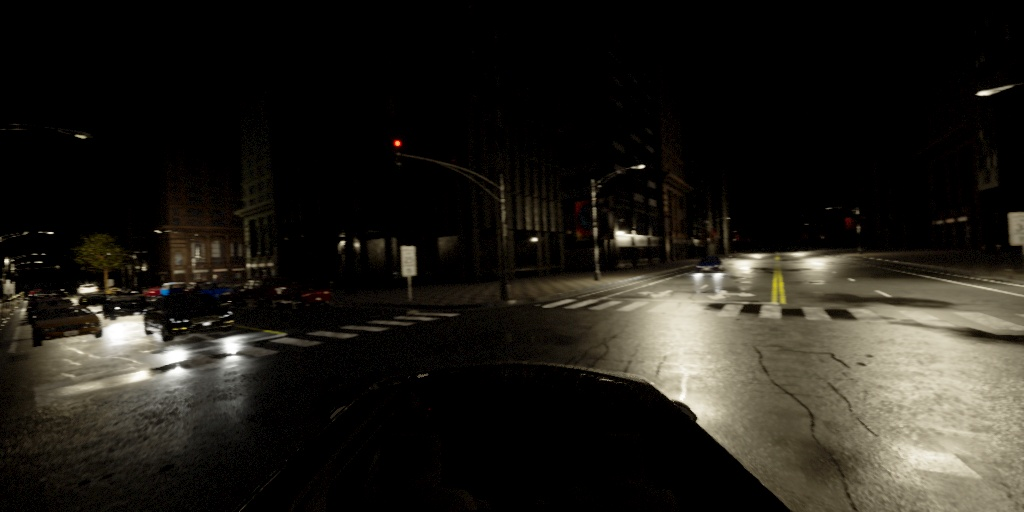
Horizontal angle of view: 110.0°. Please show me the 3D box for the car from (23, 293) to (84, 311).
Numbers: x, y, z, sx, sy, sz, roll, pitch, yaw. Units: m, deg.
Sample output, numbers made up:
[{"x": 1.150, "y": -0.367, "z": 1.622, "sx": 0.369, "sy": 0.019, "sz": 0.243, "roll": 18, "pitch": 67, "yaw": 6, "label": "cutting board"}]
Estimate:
[{"x": -25.207, "y": 3.080, "z": 19.836, "sx": 4.403, "sy": 1.370, "sz": 2.007, "roll": 0, "pitch": 0, "yaw": 37, "label": "car"}]

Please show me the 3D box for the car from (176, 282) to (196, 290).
[{"x": -28.583, "y": 3.227, "z": 32.998, "sx": 5.009, "sy": 1.841, "sz": 2.192, "roll": 0, "pitch": 0, "yaw": 37, "label": "car"}]

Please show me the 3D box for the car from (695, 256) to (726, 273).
[{"x": 18.011, "y": 0.770, "z": 32.567, "sx": 1.812, "sy": 1.442, "sz": 4.674, "roll": -3, "pitch": 0, "yaw": 36, "label": "car"}]

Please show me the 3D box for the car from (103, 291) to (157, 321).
[{"x": -22.570, "y": 2.993, "z": 21.178, "sx": 4.718, "sy": 1.301, "sz": 1.895, "roll": -4, "pitch": -1, "yaw": 36, "label": "car"}]

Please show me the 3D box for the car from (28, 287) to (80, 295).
[{"x": -33.038, "y": 3.388, "z": 25.658, "sx": 5.009, "sy": 1.841, "sz": 2.192, "roll": 0, "pitch": 0, "yaw": 37, "label": "car"}]

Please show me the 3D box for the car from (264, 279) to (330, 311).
[{"x": -12.290, "y": 2.326, "z": 20.857, "sx": 4.507, "sy": 1.381, "sz": 1.888, "roll": 0, "pitch": 0, "yaw": 37, "label": "car"}]

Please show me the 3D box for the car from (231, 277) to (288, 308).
[{"x": -16.364, "y": 2.379, "z": 23.892, "sx": 5.009, "sy": 1.841, "sz": 2.192, "roll": 0, "pitch": 0, "yaw": 37, "label": "car"}]

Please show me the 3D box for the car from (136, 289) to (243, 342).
[{"x": -12.312, "y": 2.184, "z": 13.567, "sx": 4.892, "sy": 1.490, "sz": 1.837, "roll": -4, "pitch": -1, "yaw": 36, "label": "car"}]

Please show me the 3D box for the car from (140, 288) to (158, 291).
[{"x": -44.495, "y": 4.594, "z": 44.795, "sx": 4.207, "sy": 1.307, "sz": 1.802, "roll": 0, "pitch": 0, "yaw": 37, "label": "car"}]

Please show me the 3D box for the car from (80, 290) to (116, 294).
[{"x": -38.701, "y": 4.112, "z": 33.263, "sx": 4.718, "sy": 1.301, "sz": 1.895, "roll": -4, "pitch": -1, "yaw": 37, "label": "car"}]

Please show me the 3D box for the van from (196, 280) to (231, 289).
[{"x": -24.510, "y": 2.971, "z": 29.963, "sx": 3.998, "sy": 1.789, "sz": 1.690, "roll": 0, "pitch": 0, "yaw": 37, "label": "van"}]

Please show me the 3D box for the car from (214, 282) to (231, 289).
[{"x": -20.437, "y": 2.929, "z": 26.928, "sx": 4.207, "sy": 1.307, "sz": 1.802, "roll": 0, "pitch": 0, "yaw": 37, "label": "car"}]

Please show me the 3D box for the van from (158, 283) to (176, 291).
[{"x": -36.729, "y": 3.817, "z": 39.069, "sx": 3.998, "sy": 1.789, "sz": 1.690, "roll": 0, "pitch": 0, "yaw": 37, "label": "van"}]

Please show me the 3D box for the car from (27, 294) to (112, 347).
[{"x": -17.240, "y": 2.511, "z": 13.914, "sx": 4.829, "sy": 1.417, "sz": 1.751, "roll": 0, "pitch": 0, "yaw": 37, "label": "car"}]
